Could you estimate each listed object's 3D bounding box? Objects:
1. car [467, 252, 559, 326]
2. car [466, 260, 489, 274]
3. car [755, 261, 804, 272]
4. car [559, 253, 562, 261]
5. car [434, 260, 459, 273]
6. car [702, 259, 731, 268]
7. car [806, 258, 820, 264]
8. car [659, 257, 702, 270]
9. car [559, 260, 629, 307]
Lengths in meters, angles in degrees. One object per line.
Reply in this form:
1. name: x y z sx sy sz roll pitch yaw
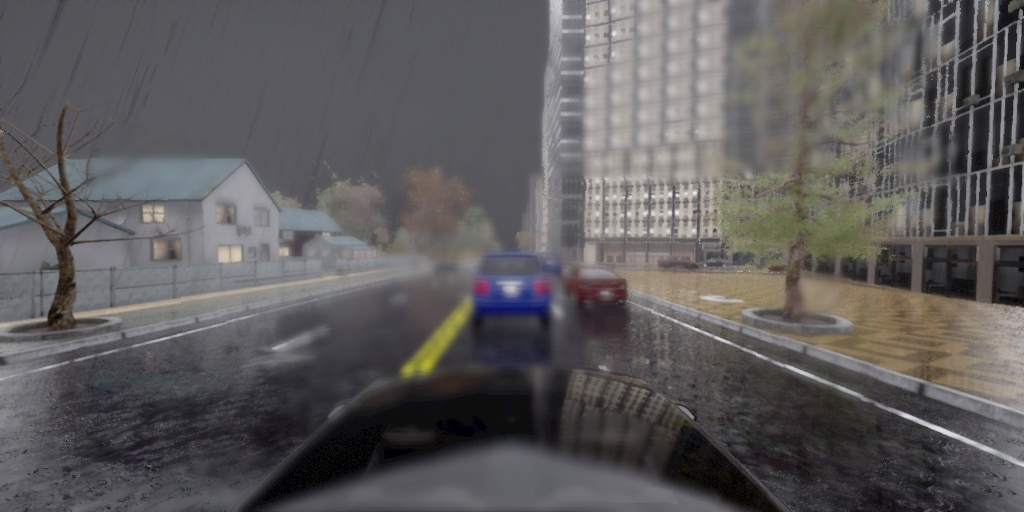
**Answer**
1. car: 0.010 0.893 11.478 2.150 2.045 5.566 0 1 0
2. car: -3.472 1.076 36.877 1.895 1.301 4.718 0 0 0
3. car: 33.482 1.380 45.417 4.507 1.381 1.888 0 0 20
4. car: 3.204 0.735 31.207 2.150 2.045 5.566 0 0 0
5. car: -6.723 1.077 36.858 1.895 1.301 4.718 0 0 0
6. car: 30.831 1.066 54.750 4.403 1.370 2.007 0 0 20
7. car: 38.813 1.209 43.490 5.009 1.841 2.192 0 0 20
8. car: 22.820 1.031 49.271 5.009 1.841 2.192 0 0 20
9. car: 3.269 1.120 14.773 1.882 1.535 5.008 0 1 0
